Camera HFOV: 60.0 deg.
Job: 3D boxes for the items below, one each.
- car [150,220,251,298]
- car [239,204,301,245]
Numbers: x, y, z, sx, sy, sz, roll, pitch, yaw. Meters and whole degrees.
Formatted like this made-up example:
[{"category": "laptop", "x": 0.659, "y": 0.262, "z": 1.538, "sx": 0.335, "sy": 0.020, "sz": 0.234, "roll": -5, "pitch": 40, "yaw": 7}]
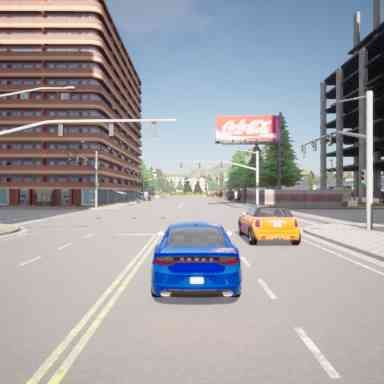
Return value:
[{"category": "car", "x": 0.085, "y": 1.478, "z": 8.598, "sx": 1.882, "sy": 1.535, "sz": 5.008, "roll": 0, "pitch": 0, "yaw": 0}, {"category": "car", "x": 3.472, "y": 1.352, "z": 15.687, "sx": 2.097, "sy": 1.767, "sz": 4.553, "roll": 0, "pitch": 0, "yaw": 0}]
